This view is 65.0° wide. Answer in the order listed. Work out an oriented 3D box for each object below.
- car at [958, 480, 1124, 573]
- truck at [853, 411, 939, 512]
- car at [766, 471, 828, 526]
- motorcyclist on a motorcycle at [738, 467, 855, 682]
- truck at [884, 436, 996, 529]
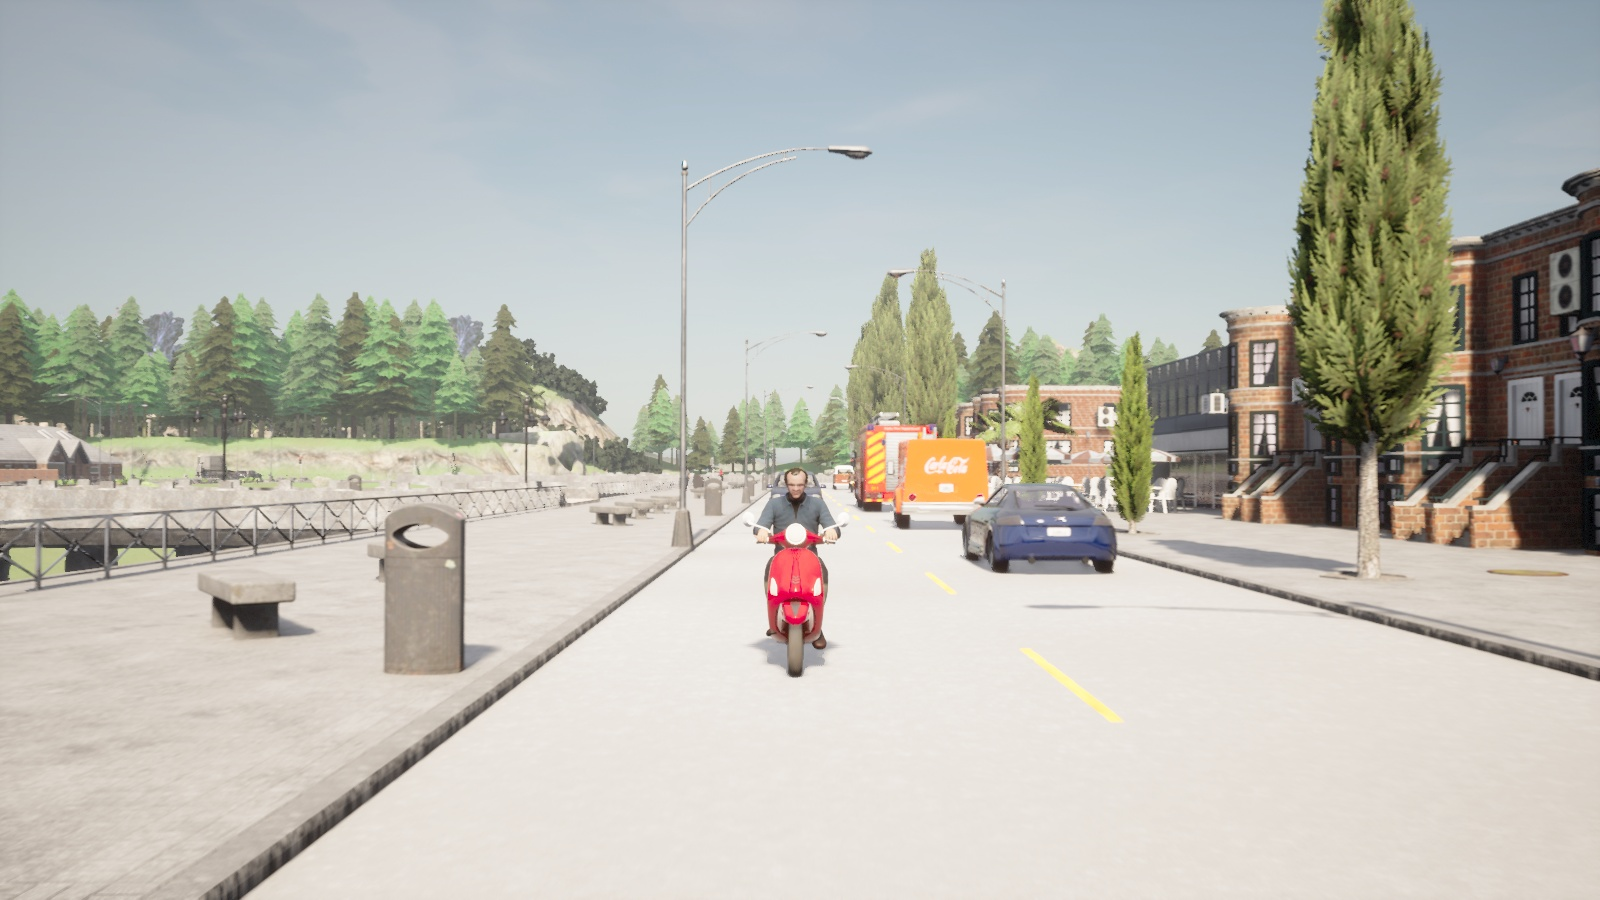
[{"bbox_3d":[3.945,1.219,21.274,1.994,1.385,4.181,0,-1,0],"label":"car"},{"bbox_3d":[3.860,0.511,52.368,2.891,3.827,8.468,0,-1,0],"label":"truck"},{"bbox_3d":[-0.098,1.428,37.905,1.789,1.549,3.705,0,-1,0],"label":"car"},{"bbox_3d":[-0.027,0.940,10.246,0.866,1.590,1.817,0,-1,0],"label":"motorcyclist on a motorcycle"},{"bbox_3d":[3.904,0.917,36.146,2.627,2.467,5.204,0,-1,0],"label":"truck"}]
